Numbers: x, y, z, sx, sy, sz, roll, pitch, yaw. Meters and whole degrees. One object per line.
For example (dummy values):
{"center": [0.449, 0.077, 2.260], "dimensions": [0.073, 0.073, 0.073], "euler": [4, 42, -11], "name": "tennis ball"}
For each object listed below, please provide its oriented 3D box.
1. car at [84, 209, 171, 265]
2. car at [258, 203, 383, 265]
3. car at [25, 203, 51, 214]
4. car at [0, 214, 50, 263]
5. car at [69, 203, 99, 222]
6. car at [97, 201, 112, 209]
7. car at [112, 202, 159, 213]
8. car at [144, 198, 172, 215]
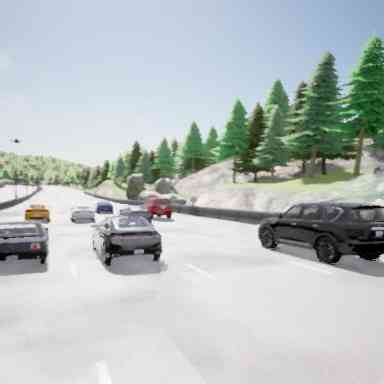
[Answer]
{"center": [-2.558, 1.621, 12.347], "dimensions": [2.128, 1.511, 4.902], "euler": [1, -1, -23], "name": "car"}
{"center": [4.821, 1.420, 12.881], "dimensions": [2.150, 2.045, 5.566], "euler": [1, -1, -23], "name": "car"}
{"center": [-13.301, 1.709, 28.739], "dimensions": [1.882, 1.535, 5.008], "euler": [1, -1, -23], "name": "car"}
{"center": [-6.186, 1.694, 11.935], "dimensions": [1.895, 1.301, 4.718], "euler": [1, -1, -23], "name": "car"}
{"center": [-9.565, 1.791, 28.891], "dimensions": [1.812, 1.442, 4.674], "euler": [1, -1, -23], "name": "car"}
{"center": [-11.110, 1.876, 41.512], "dimensions": [1.882, 1.535, 5.008], "euler": [1, -1, -23], "name": "car"}
{"center": [-4.547, 1.767, 26.018], "dimensions": [2.128, 1.511, 4.902], "euler": [1, -1, -23], "name": "car"}
{"center": [-3.689, 1.585, 32.973], "dimensions": [2.150, 2.045, 5.566], "euler": [1, -1, -23], "name": "car"}
